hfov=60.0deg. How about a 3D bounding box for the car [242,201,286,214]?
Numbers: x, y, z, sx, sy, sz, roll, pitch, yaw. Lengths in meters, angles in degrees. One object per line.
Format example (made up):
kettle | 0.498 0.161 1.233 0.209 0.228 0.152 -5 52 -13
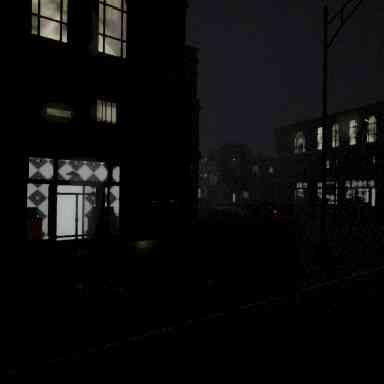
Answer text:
car | 7.310 1.630 35.118 1.895 1.301 4.718 1 0 -27

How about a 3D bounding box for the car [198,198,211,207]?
car | 1.327 1.619 52.106 1.887 1.381 4.507 1 -1 -27

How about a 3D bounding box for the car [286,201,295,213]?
car | 9.404 1.622 36.630 2.008 1.369 4.403 1 -1 -27
